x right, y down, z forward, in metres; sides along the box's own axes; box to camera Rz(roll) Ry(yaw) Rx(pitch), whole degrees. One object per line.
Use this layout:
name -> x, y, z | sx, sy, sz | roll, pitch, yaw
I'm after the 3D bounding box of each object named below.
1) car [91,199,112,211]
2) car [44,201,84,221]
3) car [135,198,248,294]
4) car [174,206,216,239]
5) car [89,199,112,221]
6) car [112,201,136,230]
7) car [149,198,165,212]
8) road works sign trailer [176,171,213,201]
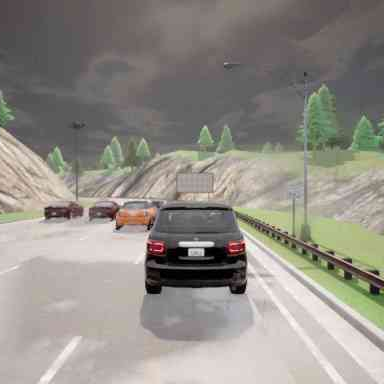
car -> -11.430, 1.562, 42.252 | 1.994, 1.385, 4.181 | 0, 0, -8
car -> -10.477, 1.476, 27.639 | 1.882, 1.535, 5.008 | 0, 0, -1
car -> 0.088, 1.221, 8.898 | 2.150, 2.045, 5.566 | 0, 0, 0
car -> 0.119, 1.557, 18.115 | 1.994, 1.385, 4.181 | 0, 0, -1
car -> -6.970, 1.476, 27.259 | 1.882, 1.535, 5.008 | 0, 0, -1
car -> -3.429, 1.350, 21.433 | 2.097, 1.767, 4.553 | 0, 0, 0
car -> -4.215, 1.503, 40.579 | 1.837, 1.490, 4.892 | 0, 0, -5
road works sign trailer -> 0.188, 0.463, 21.612 | 2.380, 3.560, 2.880 | 0, 0, 0
